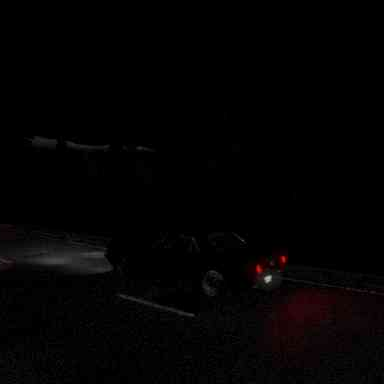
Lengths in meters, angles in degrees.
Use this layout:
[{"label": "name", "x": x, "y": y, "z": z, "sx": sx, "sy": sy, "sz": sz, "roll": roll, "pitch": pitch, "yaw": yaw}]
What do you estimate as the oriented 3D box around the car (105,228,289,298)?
[{"label": "car", "x": -0.098, "y": 1.600, "z": 8.577, "sx": 4.718, "sy": 1.301, "sz": 1.895, "roll": 0, "pitch": 0, "yaw": 37}]
